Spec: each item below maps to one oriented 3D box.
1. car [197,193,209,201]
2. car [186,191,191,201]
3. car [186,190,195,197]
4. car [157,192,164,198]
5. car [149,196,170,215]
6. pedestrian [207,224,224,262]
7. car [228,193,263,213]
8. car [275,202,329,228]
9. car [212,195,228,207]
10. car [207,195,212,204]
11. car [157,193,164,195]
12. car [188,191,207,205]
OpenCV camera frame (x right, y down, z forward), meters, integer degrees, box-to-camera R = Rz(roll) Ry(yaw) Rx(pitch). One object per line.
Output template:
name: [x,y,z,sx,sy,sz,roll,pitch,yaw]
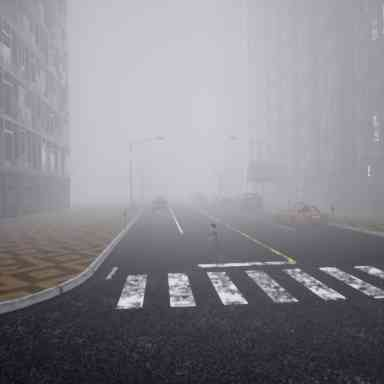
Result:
car: [2.165,0.909,65.642,1.887,1.381,4.507,0,1,-5]
car: [0.101,0.984,59.808,1.812,1.442,4.674,-1,1,-5]
car: [-0.474,0.428,93.722,2.192,1.841,5.009,0,1,-5]
car: [-8.285,0.746,87.297,1.967,1.590,4.097,0,1,-5]
car: [-3.008,1.366,31.119,1.947,1.339,4.313,0,1,-5]
pedestrian: [0.748,1.519,10.398,0.375,1.300,0.375,0,0,-5]
car: [5.328,0.974,31.941,2.192,1.841,5.009,0,1,-5]
car: [6.409,1.285,20.043,1.752,1.417,4.829,0,1,-5]
car: [4.275,1.107,43.176,1.887,1.381,4.507,0,1,-5]
car: [3.748,1.095,48.792,1.802,1.307,4.206,0,1,-5]
car: [-4.591,1.237,47.972,1.802,1.307,4.206,0,1,-5]
car: [1.081,1.041,49.407,2.128,1.511,4.902,-1,1,-5]
